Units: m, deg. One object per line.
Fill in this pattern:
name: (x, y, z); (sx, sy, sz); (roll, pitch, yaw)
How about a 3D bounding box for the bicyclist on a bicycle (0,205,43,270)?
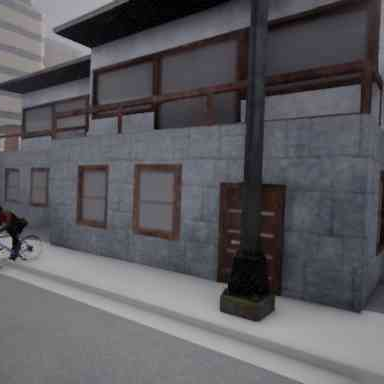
bicyclist on a bicycle: (-4.617, 1.122, 8.400); (0.582, 1.620, 1.656); (2, 10, 36)
